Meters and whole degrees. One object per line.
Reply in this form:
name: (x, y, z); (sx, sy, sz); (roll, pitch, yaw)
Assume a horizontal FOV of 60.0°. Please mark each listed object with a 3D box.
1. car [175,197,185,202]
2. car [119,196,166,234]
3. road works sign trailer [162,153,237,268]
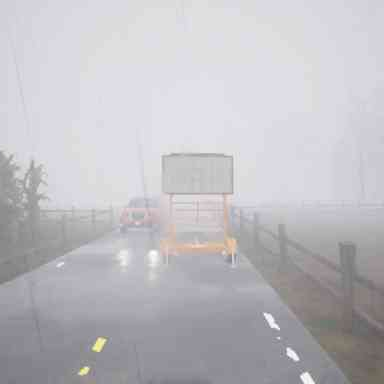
car: (-2.648, 1.946, 74.071); (2.128, 1.511, 4.902); (0, 0, 0)
car: (-2.824, 1.285, 20.093); (2.150, 2.045, 5.566); (0, 0, 0)
road works sign trailer: (0.189, 0.485, 11.375); (2.380, 3.560, 2.880); (0, 0, -2)
